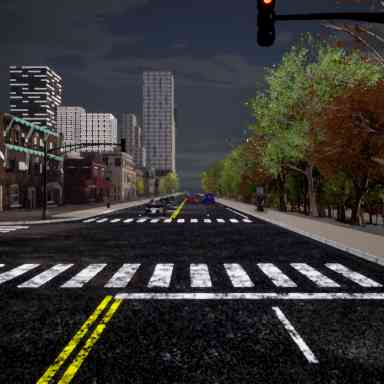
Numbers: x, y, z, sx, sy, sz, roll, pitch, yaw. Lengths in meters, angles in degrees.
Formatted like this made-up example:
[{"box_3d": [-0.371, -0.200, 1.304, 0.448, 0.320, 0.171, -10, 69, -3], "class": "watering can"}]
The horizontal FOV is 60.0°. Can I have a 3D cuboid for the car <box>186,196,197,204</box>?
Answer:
[{"box_3d": [-0.043, 1.539, 64.199, 1.994, 1.385, 4.181, 0, 0, -1], "class": "car"}]

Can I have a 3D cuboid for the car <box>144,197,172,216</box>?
[{"box_3d": [-3.421, 1.482, 32.139, 2.128, 1.511, 4.902, 0, 0, 0], "class": "car"}]

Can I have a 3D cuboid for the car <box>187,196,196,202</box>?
[{"box_3d": [-0.172, 1.523, 74.151, 1.994, 1.385, 4.181, 0, 0, 0], "class": "car"}]

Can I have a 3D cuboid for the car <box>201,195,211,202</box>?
[{"box_3d": [3.072, 1.447, 74.393, 1.882, 1.535, 5.008, 0, 0, 0], "class": "car"}]

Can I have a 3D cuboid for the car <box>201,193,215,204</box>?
[{"box_3d": [3.200, 1.197, 63.818, 2.150, 2.045, 5.566, 0, 0, 0], "class": "car"}]

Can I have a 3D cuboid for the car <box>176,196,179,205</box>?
[{"box_3d": [-3.457, 1.485, 53.157, 1.837, 1.490, 4.892, 0, 0, 0], "class": "car"}]

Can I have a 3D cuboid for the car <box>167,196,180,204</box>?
[{"box_3d": [-3.443, 1.467, 63.548, 2.128, 1.511, 4.902, 0, 0, 1], "class": "car"}]

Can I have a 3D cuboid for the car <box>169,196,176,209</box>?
[{"box_3d": [-3.440, 1.491, 42.947, 1.837, 1.490, 4.892, 0, 0, 0], "class": "car"}]
